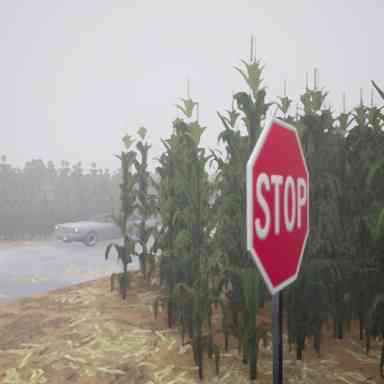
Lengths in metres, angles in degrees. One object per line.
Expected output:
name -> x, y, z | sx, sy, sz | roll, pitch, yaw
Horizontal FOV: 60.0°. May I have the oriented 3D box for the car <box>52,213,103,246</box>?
car -> -3.927, 1.613, 15.506 | 1.895, 1.301, 4.718 | 0, 0, 37
